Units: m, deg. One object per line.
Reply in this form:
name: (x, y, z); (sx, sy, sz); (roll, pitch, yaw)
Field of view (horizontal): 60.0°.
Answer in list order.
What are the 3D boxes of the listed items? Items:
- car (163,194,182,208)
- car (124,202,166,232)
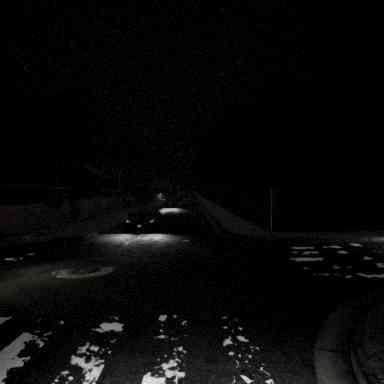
car: (-2.888, 1.459, 46.393); (2.128, 1.511, 4.902); (0, 0, 0)
car: (-2.805, 1.536, 20.015); (1.812, 1.442, 4.674); (0, 0, 0)
